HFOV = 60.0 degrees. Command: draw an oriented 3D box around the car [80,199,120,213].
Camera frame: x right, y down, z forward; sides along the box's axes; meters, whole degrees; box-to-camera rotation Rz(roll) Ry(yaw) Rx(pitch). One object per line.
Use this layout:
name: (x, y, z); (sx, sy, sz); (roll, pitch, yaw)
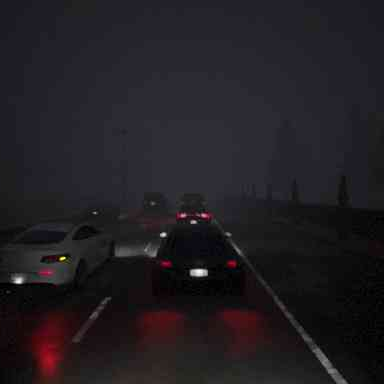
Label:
car: (-6.912, 1.460, 25.715); (1.994, 1.385, 4.181); (0, 0, 0)

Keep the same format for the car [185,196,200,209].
car: (0.031, 1.283, 42.824); (1.801, 1.575, 5.366); (0, 0, -1)

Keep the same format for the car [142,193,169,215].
car: (-3.414, 1.093, 31.591); (2.150, 2.045, 5.566); (0, 0, 0)

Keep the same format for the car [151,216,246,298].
car: (0.107, 1.529, 8.472); (1.994, 1.385, 4.181); (0, 0, -1)

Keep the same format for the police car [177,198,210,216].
police car: (0.092, 1.429, 20.404); (2.038, 1.542, 4.974); (0, 1, 0)

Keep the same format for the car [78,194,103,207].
car: (-14.139, 1.162, 46.653); (2.097, 1.767, 4.553); (0, 0, -1)

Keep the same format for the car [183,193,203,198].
car: (0.089, 1.100, 30.371); (2.150, 2.045, 5.566); (0, 1, 0)

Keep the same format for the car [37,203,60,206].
car: (-17.623, 1.396, 41.430); (1.994, 1.385, 4.181); (0, 0, 0)

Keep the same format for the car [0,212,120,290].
car: (-3.404, 1.489, 8.860); (1.812, 1.442, 4.674); (0, 0, 0)
